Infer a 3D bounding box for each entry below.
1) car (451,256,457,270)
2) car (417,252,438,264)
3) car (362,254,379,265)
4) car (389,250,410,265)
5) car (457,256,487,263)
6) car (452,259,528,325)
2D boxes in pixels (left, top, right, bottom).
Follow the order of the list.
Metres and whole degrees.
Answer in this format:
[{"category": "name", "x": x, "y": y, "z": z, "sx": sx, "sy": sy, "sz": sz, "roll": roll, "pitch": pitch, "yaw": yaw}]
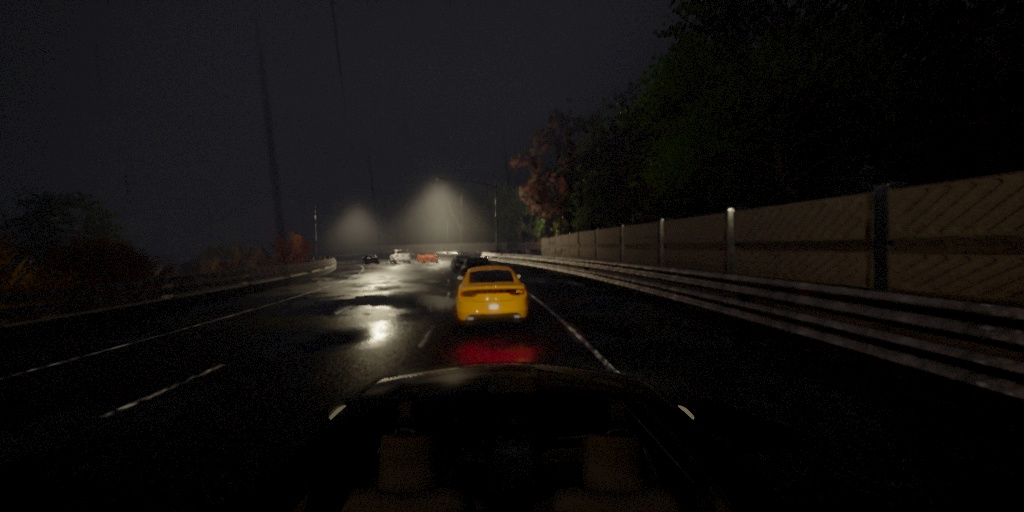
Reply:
[{"category": "car", "x": -4.377, "y": 0.662, "z": 31.852, "sx": 2.033, "sy": 1.411, "sz": 5.357, "roll": -2, "pitch": 2, "yaw": -13}, {"category": "car", "x": -12.155, "y": 0.158, "z": 51.205, "sx": 2.097, "sy": 1.767, "sz": 4.553, "roll": -2, "pitch": 2, "yaw": -26}, {"category": "car", "x": -20.863, "y": 0.470, "z": 52.719, "sx": 2.128, "sy": 1.511, "sz": 4.902, "roll": -2, "pitch": 2, "yaw": -29}, {"category": "car", "x": -16.053, "y": 0.121, "z": 51.219, "sx": 2.150, "sy": 2.045, "sz": 5.566, "roll": -2, "pitch": 2, "yaw": -27}, {"category": "car", "x": -2.151, "y": 0.832, "z": 21.566, "sx": 1.837, "sy": 1.490, "sz": 4.892, "roll": -2, "pitch": 2, "yaw": -10}, {"category": "car", "x": -0.687, "y": 1.032, "z": 11.237, "sx": 1.882, "sy": 1.535, "sz": 5.008, "roll": -2, "pitch": 2, "yaw": -6}]
